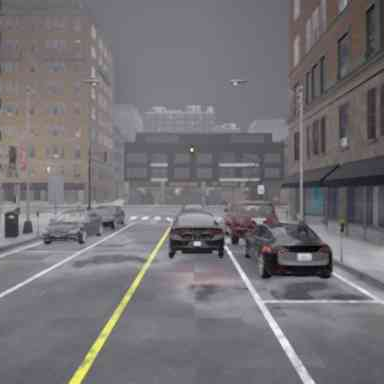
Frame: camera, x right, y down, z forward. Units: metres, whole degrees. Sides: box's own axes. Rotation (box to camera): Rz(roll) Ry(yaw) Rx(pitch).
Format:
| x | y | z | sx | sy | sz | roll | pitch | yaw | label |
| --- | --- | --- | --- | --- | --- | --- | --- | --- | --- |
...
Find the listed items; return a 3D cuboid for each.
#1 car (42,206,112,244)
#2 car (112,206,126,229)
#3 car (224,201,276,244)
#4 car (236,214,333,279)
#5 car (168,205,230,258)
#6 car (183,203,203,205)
| x | y | z | sx | sy | sz | roll | pitch | yaw | label |
| --- | --- | --- | --- | --- | --- | --- | --- | --- | --- |
| -5.387 | 1.534 | 15.530 | 2.008 | 1.369 | 4.403 | 0 | 0 | 0 | car |
| -5.386 | 1.542 | 21.192 | 1.947 | 1.339 | 4.313 | 0 | 0 | 0 | car |
| 2.639 | 1.298 | 15.529 | 2.192 | 1.841 | 5.009 | 0 | 0 | 0 | car |
| 2.638 | 1.555 | 9.867 | 1.947 | 1.339 | 4.313 | 0 | 0 | 0 | car |
| 0.107 | 1.464 | 12.802 | 1.882 | 1.535 | 5.008 | 0 | 0 | -1 | car |
| 0.083 | 1.481 | 21.855 | 1.837 | 1.490 | 4.892 | 0 | 0 | 0 | car |
